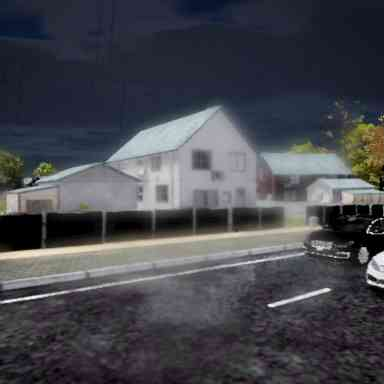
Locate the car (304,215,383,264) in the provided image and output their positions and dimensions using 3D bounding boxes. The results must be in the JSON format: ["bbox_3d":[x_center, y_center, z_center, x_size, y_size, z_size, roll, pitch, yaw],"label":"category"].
[{"bbox_3d":[6.039,1.604,11.986,4.892,1.490,1.837,1,-1,-36],"label":"car"}]

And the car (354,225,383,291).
[{"bbox_3d":[6.117,1.604,8.051,4.674,1.442,1.812,1,0,-35],"label":"car"}]
